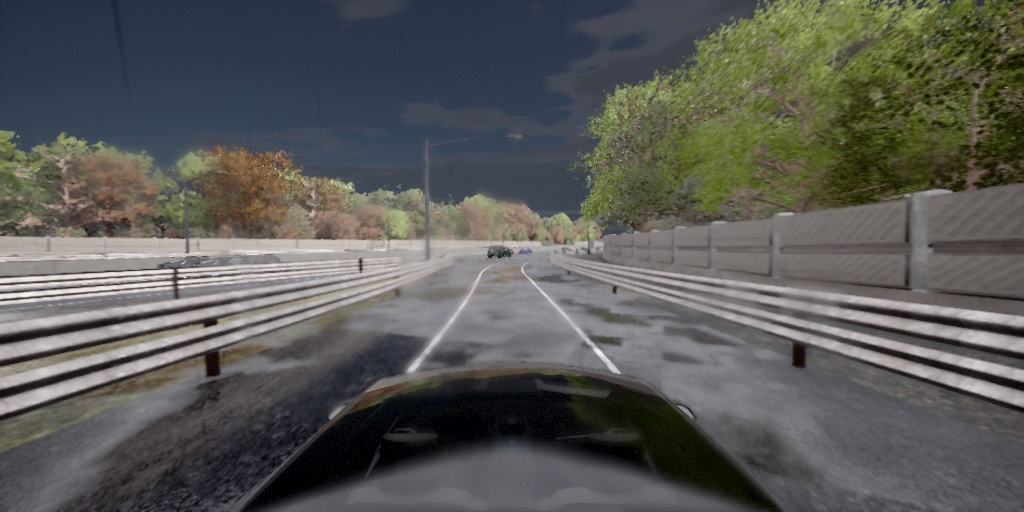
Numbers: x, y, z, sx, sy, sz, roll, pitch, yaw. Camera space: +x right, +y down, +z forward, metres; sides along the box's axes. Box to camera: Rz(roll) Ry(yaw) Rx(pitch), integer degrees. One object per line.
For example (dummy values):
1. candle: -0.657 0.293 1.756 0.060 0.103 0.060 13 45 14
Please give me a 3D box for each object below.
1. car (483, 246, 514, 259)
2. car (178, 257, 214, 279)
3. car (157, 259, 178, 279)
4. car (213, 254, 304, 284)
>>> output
1. car: -1.877 -0.603 56.009 2.150 2.045 5.566 0 2 24
2. car: -19.359 0.850 24.789 1.837 1.490 4.892 0 2 23
3. car: -22.604 0.827 26.103 1.837 1.490 4.892 0 2 23
4. car: -16.120 0.719 23.460 2.097 1.767 4.553 0 2 23
